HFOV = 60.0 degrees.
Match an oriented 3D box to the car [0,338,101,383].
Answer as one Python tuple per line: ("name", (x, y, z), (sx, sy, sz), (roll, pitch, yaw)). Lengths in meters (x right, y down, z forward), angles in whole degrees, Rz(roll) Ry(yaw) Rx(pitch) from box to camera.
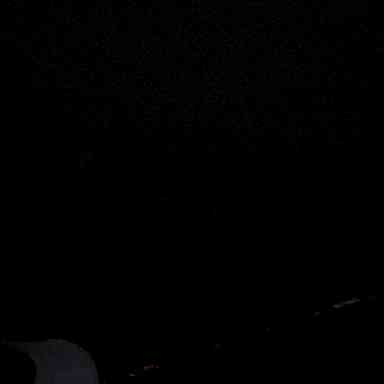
("car", (-2.560, 1.519, 1.162), (4.674, 1.442, 1.812), (0, 0, -35))
